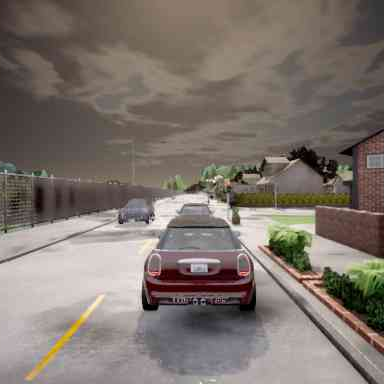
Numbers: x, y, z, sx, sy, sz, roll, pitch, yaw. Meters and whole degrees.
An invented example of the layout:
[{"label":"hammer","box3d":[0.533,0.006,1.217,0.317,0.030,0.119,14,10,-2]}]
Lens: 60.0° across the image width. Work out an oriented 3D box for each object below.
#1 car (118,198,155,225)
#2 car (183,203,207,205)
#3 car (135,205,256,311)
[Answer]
[{"label":"car","box3d":[-3.903,1.274,24.096,2.097,1.767,4.553,0,0,0]},{"label":"car","box3d":[0.171,1.352,17.631,2.097,1.767,4.553,0,0,0]},{"label":"car","box3d":[0.129,1.352,7.934,2.097,1.767,4.553,0,0,0]}]
